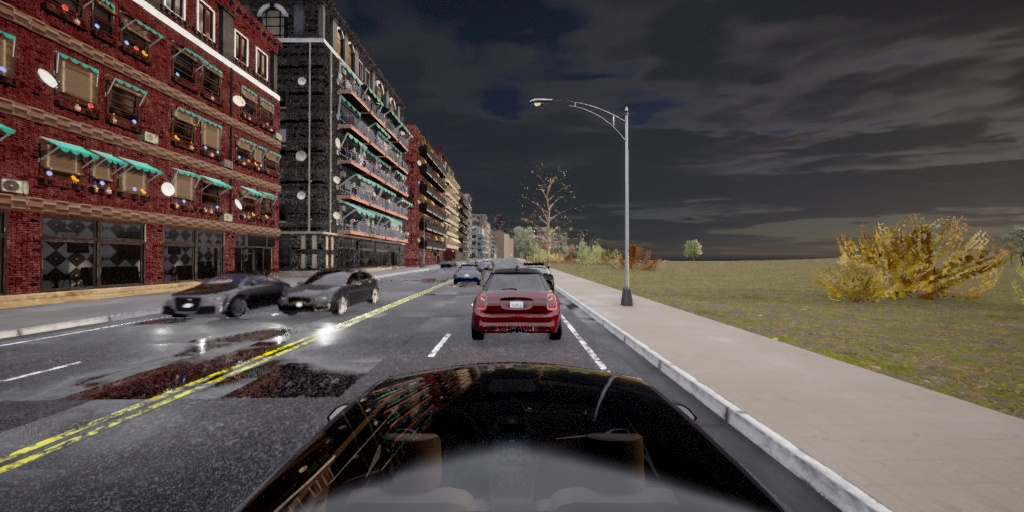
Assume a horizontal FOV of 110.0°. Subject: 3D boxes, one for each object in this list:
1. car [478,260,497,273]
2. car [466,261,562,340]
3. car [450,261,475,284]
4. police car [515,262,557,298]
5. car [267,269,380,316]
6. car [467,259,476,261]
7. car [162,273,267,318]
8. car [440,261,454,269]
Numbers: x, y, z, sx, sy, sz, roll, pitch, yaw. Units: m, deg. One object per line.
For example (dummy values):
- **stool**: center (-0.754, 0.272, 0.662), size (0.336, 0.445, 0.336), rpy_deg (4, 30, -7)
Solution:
- **car**: center (-3.059, 1.298, 45.096), size (2.033, 1.411, 5.357), rpy_deg (0, 0, 0)
- **car**: center (0.112, 1.103, 10.126), size (2.097, 1.767, 4.553), rpy_deg (0, 0, 0)
- **car**: center (-3.099, 1.316, 26.639), size (1.994, 1.385, 4.181), rpy_deg (0, 0, 0)
- **police car**: center (1.173, 1.178, 19.622), size (1.930, 1.638, 5.238), rpy_deg (0, 0, 0)
- **car**: center (-6.578, 1.256, 13.512), size (1.837, 1.490, 4.892), rpy_deg (0, 0, 0)
- **car**: center (-6.474, 1.242, 57.179), size (2.128, 1.511, 4.902), rpy_deg (0, 0, 0)
- **car**: center (-9.828, 1.315, 12.861), size (1.994, 1.385, 4.181), rpy_deg (0, 0, 0)
- **car**: center (-9.733, 1.352, 54.924), size (1.895, 1.301, 4.718), rpy_deg (0, 0, 0)
